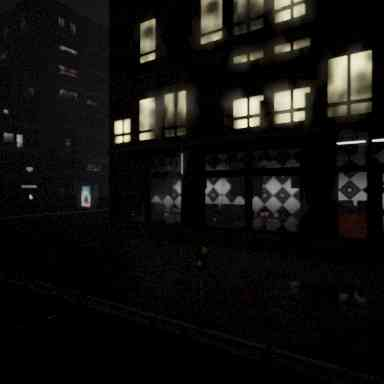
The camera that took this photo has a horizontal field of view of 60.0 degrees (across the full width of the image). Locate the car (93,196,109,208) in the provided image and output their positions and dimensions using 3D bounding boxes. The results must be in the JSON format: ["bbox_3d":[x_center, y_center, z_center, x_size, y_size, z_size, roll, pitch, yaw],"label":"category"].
[{"bbox_3d":[-9.840,1.094,38.211,1.947,1.339,4.313,1,2,35],"label":"car"}]

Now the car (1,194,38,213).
[{"bbox_3d":[-16.187,1.051,29.107,2.192,1.841,5.009,1,2,35],"label":"car"}]

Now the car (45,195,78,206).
[{"bbox_3d":[-16.749,1.102,42.955,1.802,1.307,4.206,1,2,35],"label":"car"}]
